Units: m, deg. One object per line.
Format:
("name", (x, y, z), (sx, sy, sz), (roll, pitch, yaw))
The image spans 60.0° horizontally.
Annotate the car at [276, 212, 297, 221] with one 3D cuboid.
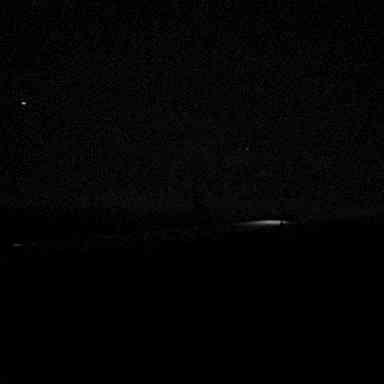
("car", (14.161, 3.582, 49.797), (1.895, 1.301, 4.718), (-1, -3, 35))
